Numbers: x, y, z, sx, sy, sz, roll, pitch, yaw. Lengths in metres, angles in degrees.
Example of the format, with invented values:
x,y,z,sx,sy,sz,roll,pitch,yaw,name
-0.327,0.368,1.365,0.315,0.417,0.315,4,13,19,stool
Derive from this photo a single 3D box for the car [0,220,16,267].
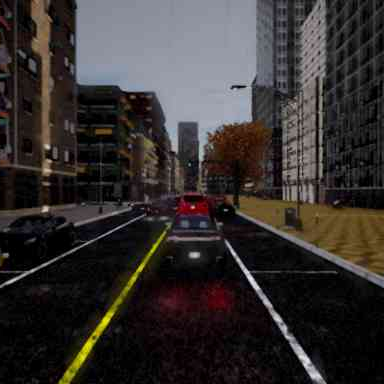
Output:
x,y,z,sx,sy,sz,roll,pitch,yaw,name
-5.684,1.506,6.526,1.752,1.417,4.829,0,0,0,car

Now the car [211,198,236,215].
x,y,z,sx,sy,sz,roll,pitch,yaw,name
2.709,1.493,28.783,1.947,1.339,4.313,0,0,0,car

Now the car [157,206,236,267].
x,y,z,sx,sy,sz,roll,pitch,yaw,name
0.074,1.460,11.257,2.128,1.511,4.902,0,0,0,car

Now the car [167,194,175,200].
x,y,z,sx,sy,sz,roll,pitch,yaw,name
-5.639,1.268,88.829,1.967,1.590,4.097,0,0,0,car

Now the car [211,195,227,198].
x,y,z,sx,sy,sz,roll,pitch,yaw,name
2.712,1.230,34.305,2.192,1.841,5.009,0,0,0,car

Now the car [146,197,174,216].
x,y,z,sx,sy,sz,roll,pitch,yaw,name
-3.057,1.486,30.961,1.994,1.385,4.181,0,0,0,car

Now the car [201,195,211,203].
x,y,z,sx,sy,sz,roll,pitch,yaw,name
2.729,1.399,66.694,1.887,1.381,4.507,0,0,0,car

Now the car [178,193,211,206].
x,y,z,sx,sy,sz,roll,pitch,yaw,name
0.077,1.153,25.374,2.150,2.045,5.566,0,0,0,car

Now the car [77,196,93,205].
x,y,z,sx,sy,sz,roll,pitch,yaw,name
-16.399,1.227,47.298,4.403,1.369,2.008,1,-1,-1,car

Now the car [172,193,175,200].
x,y,z,sx,sy,sz,roll,pitch,yaw,name
-5.645,1.390,77.764,2.008,1.369,4.403,0,0,0,car

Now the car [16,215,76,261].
x,y,z,sx,sy,sz,roll,pitch,yaw,name
-5.681,1.532,12.219,1.947,1.339,4.313,0,0,0,car

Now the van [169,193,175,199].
x,y,z,sx,sy,sz,roll,pitch,yaw,name
-5.636,1.164,94.362,1.690,1.788,3.998,0,0,0,van

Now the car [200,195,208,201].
x,y,z,sx,sy,sz,roll,pitch,yaw,name
2.735,1.365,77.929,1.752,1.417,4.829,0,0,0,car

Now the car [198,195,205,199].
x,y,z,sx,sy,sz,roll,pitch,yaw,name
2.744,1.405,94.357,1.802,1.307,4.206,0,0,0,car

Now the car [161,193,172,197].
x,y,z,sx,sy,sz,roll,pitch,yaw,name
-5.651,1.405,66.698,2.008,1.369,4.403,0,0,0,car
